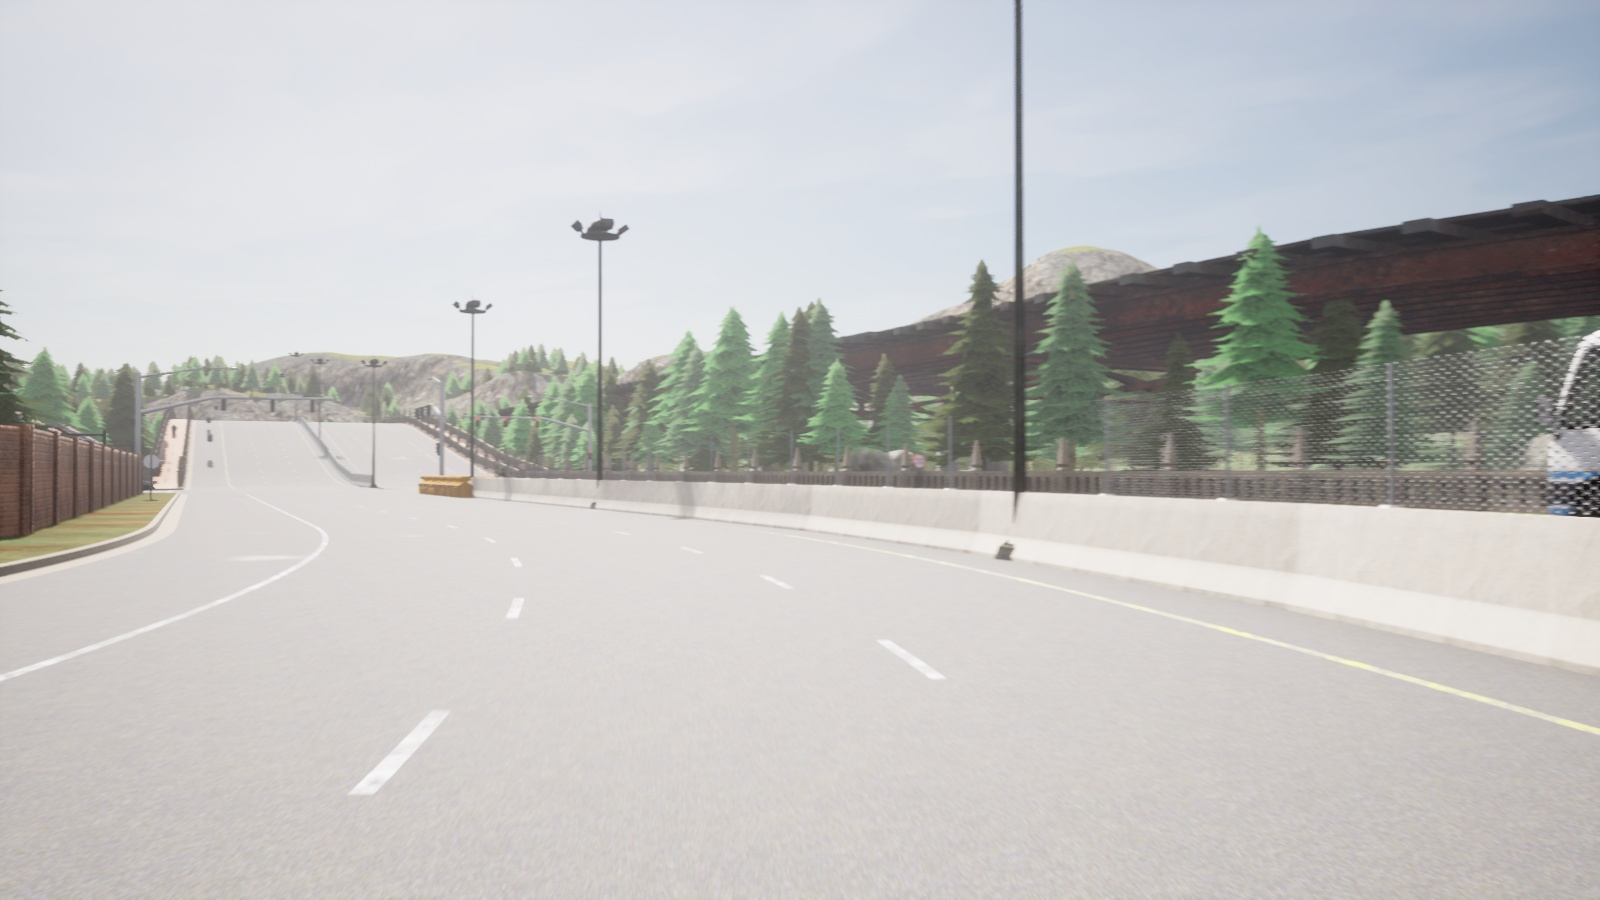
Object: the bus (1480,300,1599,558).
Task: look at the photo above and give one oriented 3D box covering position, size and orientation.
[{"bbox_3d":[15.535,-0.378,18.685,3.944,4.253,10.273,0,-1,-10],"label":"bus"}]
